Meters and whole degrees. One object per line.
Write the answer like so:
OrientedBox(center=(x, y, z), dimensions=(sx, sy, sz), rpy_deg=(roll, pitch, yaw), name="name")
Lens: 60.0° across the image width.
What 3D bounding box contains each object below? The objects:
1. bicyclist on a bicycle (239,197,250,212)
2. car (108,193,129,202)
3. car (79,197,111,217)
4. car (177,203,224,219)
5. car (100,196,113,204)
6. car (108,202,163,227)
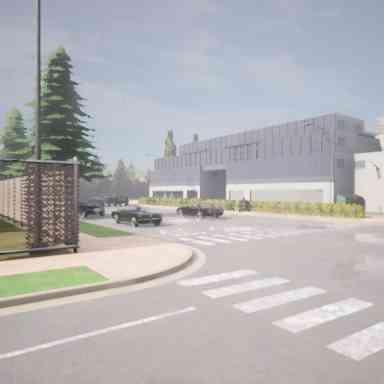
OrientedBox(center=(5.596, 1.334, 35.598), dimensions=(1.656, 1.620, 0.582), rpy_deg=(0, 0, -35), name="bicyclist on a bicycle")
OrientedBox(center=(-11.918, 1.252, 53.503), dimensions=(2.150, 2.045, 5.566), rpy_deg=(0, 0, -30), name="car")
OrientedBox(center=(-9.783, 1.515, 31.434), dimensions=(2.128, 1.511, 4.902), rpy_deg=(0, 0, -35), name="car")
OrientedBox(center=(0.594, 1.629, 29.213), dimensions=(1.895, 1.301, 4.718), rpy_deg=(0, 0, -35), name="car")
OrientedBox(center=(-16.221, 1.524, 63.291), dimensions=(2.128, 1.511, 4.902), rpy_deg=(0, 0, -12), name="car")
OrientedBox(center=(-3.895, 1.624, 23.055), dimensions=(1.895, 1.301, 4.718), rpy_deg=(0, 0, -35), name="car")
